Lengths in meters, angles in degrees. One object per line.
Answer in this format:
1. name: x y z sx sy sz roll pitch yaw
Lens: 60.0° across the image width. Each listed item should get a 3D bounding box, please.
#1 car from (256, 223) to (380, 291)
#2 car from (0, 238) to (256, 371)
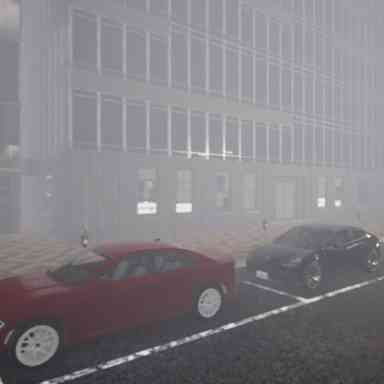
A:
1. car: 3.407 1.548 8.988 4.313 1.339 1.947 0 0 -36
2. car: -1.227 1.540 5.681 4.507 1.381 1.887 0 0 -36
